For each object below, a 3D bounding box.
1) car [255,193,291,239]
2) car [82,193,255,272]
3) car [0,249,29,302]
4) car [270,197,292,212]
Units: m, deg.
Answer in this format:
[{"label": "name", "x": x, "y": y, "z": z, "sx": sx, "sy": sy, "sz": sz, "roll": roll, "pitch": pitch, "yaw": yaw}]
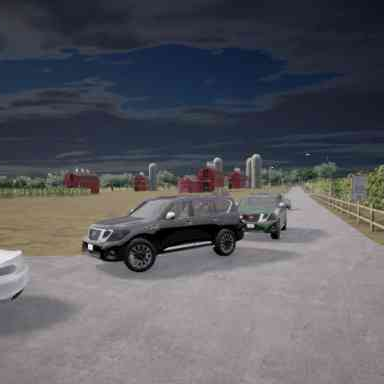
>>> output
[{"label": "car", "x": 3.496, "y": 1.070, "z": 16.805, "sx": 2.150, "sy": 2.045, "sz": 5.566, "roll": 0, "pitch": 0, "yaw": 21}, {"label": "car", "x": -0.676, "y": 1.143, "z": 10.947, "sx": 5.566, "sy": 2.045, "sz": 2.150, "roll": -1, "pitch": 1, "yaw": -39}, {"label": "car", "x": -5.555, "y": 1.618, "z": 6.018, "sx": 4.674, "sy": 1.442, "sz": 1.812, "roll": -2, "pitch": 1, "yaw": -17}, {"label": "car", "x": 9.422, "y": 1.230, "z": 35.026, "sx": 1.994, "sy": 1.385, "sz": 4.181, "roll": 0, "pitch": 0, "yaw": 17}]
